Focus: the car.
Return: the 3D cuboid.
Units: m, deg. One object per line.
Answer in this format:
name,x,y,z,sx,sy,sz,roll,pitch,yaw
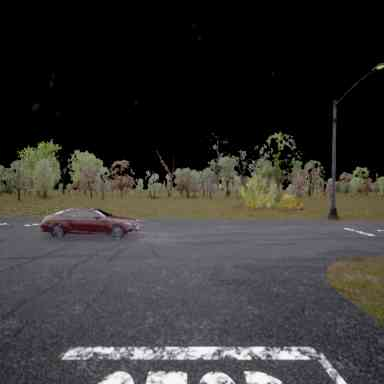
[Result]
car,-5.070,1.509,16.657,4.674,1.442,1.812,0,0,0
